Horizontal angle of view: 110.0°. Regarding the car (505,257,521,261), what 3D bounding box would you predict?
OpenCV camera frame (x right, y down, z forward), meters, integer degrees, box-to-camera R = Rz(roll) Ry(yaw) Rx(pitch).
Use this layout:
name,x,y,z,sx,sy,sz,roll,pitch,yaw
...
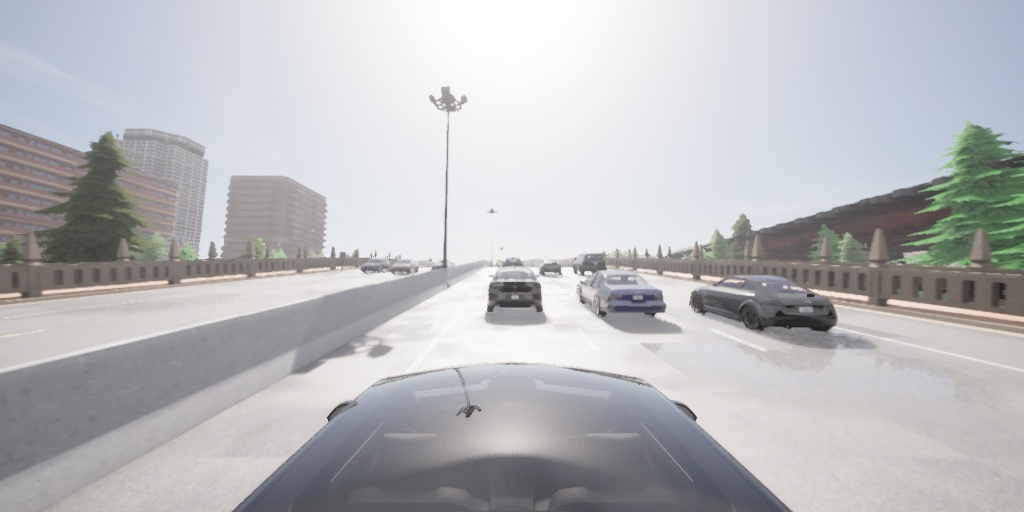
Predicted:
name,x,y,z,sx,sy,sz,roll,pitch,yaw
car,0.104,0.866,34.319,2.097,1.767,4.553,0,0,0

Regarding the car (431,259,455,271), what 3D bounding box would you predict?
name,x,y,z,sx,sy,sz,roll,pitch,yaw
car,-7.084,1.055,37.589,1.994,1.385,4.181,0,0,0

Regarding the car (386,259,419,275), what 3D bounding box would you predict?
name,x,y,z,sx,sy,sz,roll,pitch,yaw
car,-10.587,1.030,35.657,1.812,1.442,4.674,0,0,0

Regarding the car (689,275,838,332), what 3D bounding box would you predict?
name,x,y,z,sx,sy,sz,roll,pitch,yaw
car,7.100,1.249,10.660,1.994,1.385,4.181,0,0,0

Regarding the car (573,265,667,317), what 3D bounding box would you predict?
name,x,y,z,sx,sy,sz,roll,pitch,yaw
car,3.602,1.217,12.761,2.033,1.411,5.357,0,0,0

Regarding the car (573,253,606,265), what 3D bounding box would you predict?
name,x,y,z,sx,sy,sz,roll,pitch,yaw
car,7.092,0.745,33.217,2.150,2.045,5.566,0,0,0

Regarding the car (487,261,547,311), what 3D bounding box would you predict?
name,x,y,z,sx,sy,sz,roll,pitch,yaw
car,0.101,1.139,13.875,1.882,1.535,5.008,0,0,0

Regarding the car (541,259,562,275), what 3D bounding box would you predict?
name,x,y,z,sx,sy,sz,roll,pitch,yaw
car,3.604,1.006,34.410,2.128,1.511,4.902,0,0,0

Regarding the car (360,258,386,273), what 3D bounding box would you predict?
name,x,y,z,sx,sy,sz,roll,pitch,yaw
car,-14.085,0.997,37.412,1.837,1.490,4.892,0,0,0
